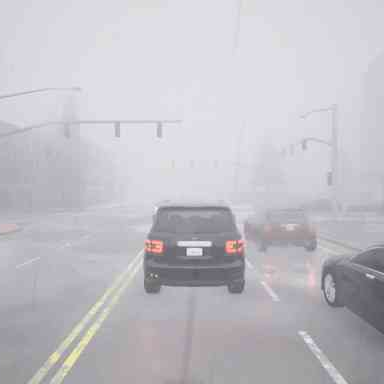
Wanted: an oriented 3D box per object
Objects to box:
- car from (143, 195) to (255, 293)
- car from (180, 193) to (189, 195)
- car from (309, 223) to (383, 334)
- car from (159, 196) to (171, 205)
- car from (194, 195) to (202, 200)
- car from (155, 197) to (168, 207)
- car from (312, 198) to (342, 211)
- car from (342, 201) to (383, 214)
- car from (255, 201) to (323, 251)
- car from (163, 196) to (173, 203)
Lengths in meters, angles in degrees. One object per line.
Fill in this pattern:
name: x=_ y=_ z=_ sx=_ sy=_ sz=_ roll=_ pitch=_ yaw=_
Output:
car: x=0.055 y=1.221 z=8.969 sx=2.150 sy=2.045 sz=5.566 roll=0 pitch=0 yaw=0
car: x=-1.779 y=1.496 z=80.204 sx=1.837 sy=1.490 sz=4.892 roll=0 pitch=0 yaw=-1
car: x=3.608 y=1.505 z=5.065 sx=1.837 sy=1.490 sz=4.892 roll=0 pitch=0 yaw=0
car: x=-4.892 y=1.477 z=61.317 sx=1.882 sy=1.535 sz=5.008 roll=0 pitch=0 yaw=-1
car: x=1.479 y=1.552 z=90.349 sx=1.994 sy=1.385 sz=4.181 roll=0 pitch=0 yaw=-1
car: x=-4.694 y=1.526 z=51.927 sx=1.812 sy=1.442 sz=4.674 roll=0 pitch=0 yaw=-1
car: x=14.443 y=1.505 z=37.545 sx=4.892 sy=1.490 sz=1.837 roll=0 pitch=0 yaw=-2
car: x=18.492 y=1.601 z=34.152 sx=4.718 sy=1.301 sz=1.895 roll=0 pitch=0 yaw=-2
car: x=3.537 y=1.352 z=14.147 sx=2.097 sy=1.767 sz=4.553 roll=0 pitch=0 yaw=0
car: x=-5.065 y=1.552 z=71.198 sx=1.994 sy=1.385 sz=4.181 roll=0 pitch=0 yaw=-1
